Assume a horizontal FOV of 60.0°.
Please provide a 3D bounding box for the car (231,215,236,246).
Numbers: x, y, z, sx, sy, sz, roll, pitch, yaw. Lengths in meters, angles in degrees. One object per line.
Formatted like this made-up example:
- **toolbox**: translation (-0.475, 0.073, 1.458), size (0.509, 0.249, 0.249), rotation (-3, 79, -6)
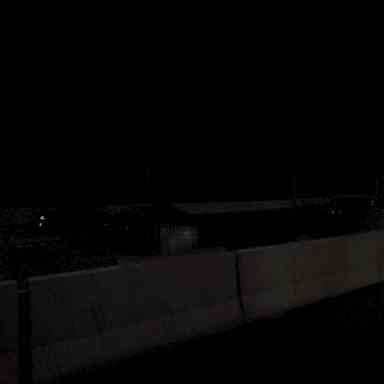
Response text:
- **car**: translation (1.045, 1.623, 13.743), size (4.718, 1.301, 1.895), rotation (0, 0, -39)

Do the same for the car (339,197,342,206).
- **car**: translation (22.819, 1.568, 51.096), size (2.128, 1.511, 4.902), rotation (0, 0, 38)
